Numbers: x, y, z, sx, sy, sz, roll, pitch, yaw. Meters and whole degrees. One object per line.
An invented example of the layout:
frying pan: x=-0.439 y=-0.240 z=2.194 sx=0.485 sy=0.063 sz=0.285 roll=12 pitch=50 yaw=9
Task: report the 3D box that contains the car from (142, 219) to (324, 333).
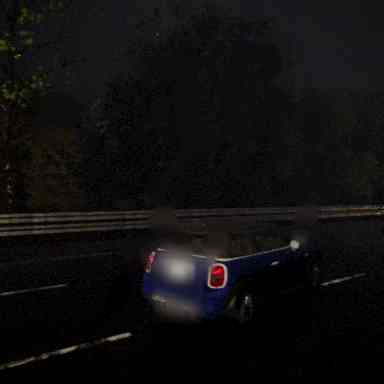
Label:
car: x=1.166 y=1.399 z=7.284 sx=2.097 sy=1.767 sz=4.553 roll=0 pitch=0 yaw=41
